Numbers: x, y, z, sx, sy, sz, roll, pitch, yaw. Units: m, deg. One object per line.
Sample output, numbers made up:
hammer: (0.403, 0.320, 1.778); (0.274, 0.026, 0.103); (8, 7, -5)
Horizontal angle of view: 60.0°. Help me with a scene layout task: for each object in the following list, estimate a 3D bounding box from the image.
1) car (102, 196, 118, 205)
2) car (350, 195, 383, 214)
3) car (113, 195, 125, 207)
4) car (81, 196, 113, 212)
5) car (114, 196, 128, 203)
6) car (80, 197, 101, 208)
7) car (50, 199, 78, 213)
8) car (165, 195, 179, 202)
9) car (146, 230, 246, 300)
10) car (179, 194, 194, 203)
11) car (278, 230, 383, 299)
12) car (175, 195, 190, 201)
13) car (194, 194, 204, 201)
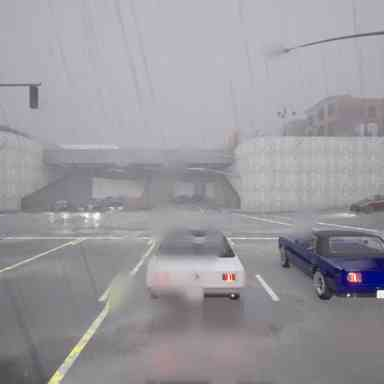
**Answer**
car: (-15.145, 1.525, 61.447); (1.812, 1.442, 4.674); (0, 0, -1)
car: (15.822, 0.973, 28.456); (4.181, 1.385, 1.994); (-7, 0, 0)
car: (-11.442, 1.548, 51.868); (2.033, 1.411, 5.357); (0, 0, -1)
car: (-11.093, 1.491, 38.651); (2.128, 1.511, 4.902); (0, 0, -2)
car: (-15.299, 1.540, 72.133); (2.033, 1.411, 5.357); (0, 0, -1)
car: (-14.880, 1.525, 49.121); (1.812, 1.442, 4.674); (0, 0, -1)
car: (-14.567, 1.526, 37.970); (1.812, 1.442, 4.674); (0, 0, -2)
car: (-4.725, 1.355, 75.563); (2.097, 1.767, 4.553); (0, 0, 6)
car: (0.084, 1.601, 8.351); (1.895, 1.301, 4.718); (0, 0, 0)
car: (-1.139, 1.491, 68.643); (2.128, 1.511, 4.902); (0, 0, -1)
car: (3.584, 1.601, 8.360); (1.895, 1.301, 4.718); (0, 0, 0)
car: (-2.368, 1.478, 85.429); (1.882, 1.535, 5.008); (0, 0, 24)
car: (1.433, 1.355, 85.463); (2.097, 1.767, 4.553); (0, 0, 28)
